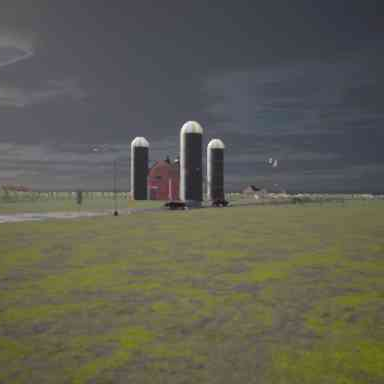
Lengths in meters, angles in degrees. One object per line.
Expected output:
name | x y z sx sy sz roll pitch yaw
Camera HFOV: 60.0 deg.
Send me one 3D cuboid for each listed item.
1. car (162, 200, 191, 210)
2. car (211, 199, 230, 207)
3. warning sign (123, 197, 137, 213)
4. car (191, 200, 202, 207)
car | -2.841 2.032 53.846 2.128 1.511 4.902 0 0 36
car | 5.653 2.133 65.692 1.837 1.490 4.892 0 0 36
warning sign | -7.649 1.586 41.051 1.300 1.860 1.060 0 0 36
car | -0.176 2.141 63.574 2.033 1.411 5.357 0 0 36
